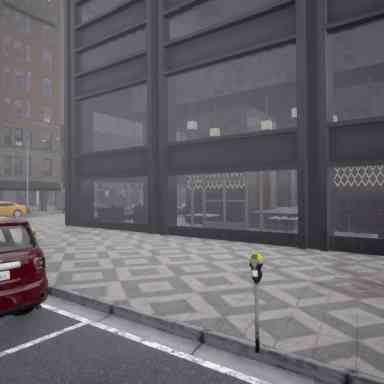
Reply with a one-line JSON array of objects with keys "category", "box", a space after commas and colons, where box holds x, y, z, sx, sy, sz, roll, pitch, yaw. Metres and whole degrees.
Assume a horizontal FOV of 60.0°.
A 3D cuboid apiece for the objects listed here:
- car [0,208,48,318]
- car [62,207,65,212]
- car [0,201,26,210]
[{"category": "car", "box": [-4.743, 1.317, 6.248, 5.009, 1.841, 2.192, 0, -1, 36]}, {"category": "car", "box": [-12.461, 1.794, 39.157, 2.033, 1.411, 5.357, -1, -1, 35]}, {"category": "car", "box": [-18.234, 1.641, 31.175, 1.882, 1.535, 5.008, -1, -1, 36]}]
